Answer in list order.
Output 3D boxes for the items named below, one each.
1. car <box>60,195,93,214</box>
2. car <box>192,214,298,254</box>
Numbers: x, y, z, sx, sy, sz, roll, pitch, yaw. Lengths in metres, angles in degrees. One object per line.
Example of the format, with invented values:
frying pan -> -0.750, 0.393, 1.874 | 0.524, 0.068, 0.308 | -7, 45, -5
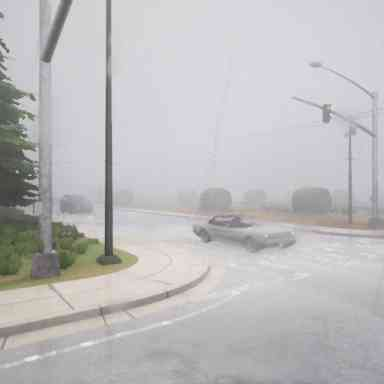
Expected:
car -> -12.184, 1.347, 34.818 | 2.150, 2.045, 5.566 | 0, 2, -34
car -> 2.039, 1.641, 14.022 | 1.895, 1.301, 4.718 | 0, 0, -34
